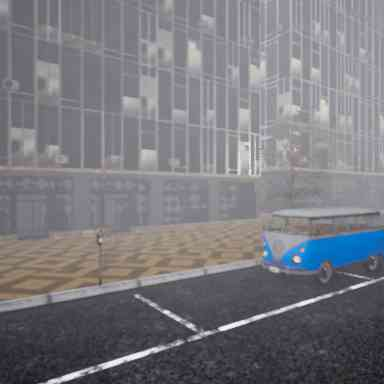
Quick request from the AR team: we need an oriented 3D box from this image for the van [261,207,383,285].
[{"bbox_3d":[3.687,1.334,9.184,3.998,1.788,1.690,0,0,-35],"label":"van"}]
